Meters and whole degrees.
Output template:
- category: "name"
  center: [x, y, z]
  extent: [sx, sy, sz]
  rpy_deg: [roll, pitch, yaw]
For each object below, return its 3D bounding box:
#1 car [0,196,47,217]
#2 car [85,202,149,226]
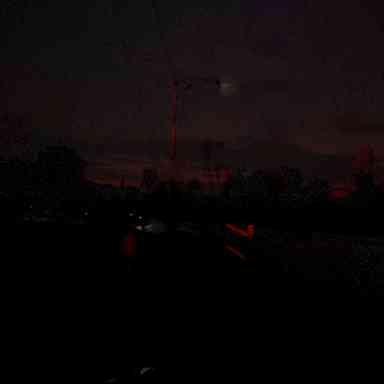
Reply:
- category: "car"
  center: [-13.769, 1.084, 26.751]
  extent: [5.008, 1.535, 1.882]
  rpy_deg: [1, -1, 32]
- category: "car"
  center: [-4.837, 1.361, 21.408]
  extent: [4.181, 1.385, 1.994]
  rpy_deg: [1, -1, 30]
